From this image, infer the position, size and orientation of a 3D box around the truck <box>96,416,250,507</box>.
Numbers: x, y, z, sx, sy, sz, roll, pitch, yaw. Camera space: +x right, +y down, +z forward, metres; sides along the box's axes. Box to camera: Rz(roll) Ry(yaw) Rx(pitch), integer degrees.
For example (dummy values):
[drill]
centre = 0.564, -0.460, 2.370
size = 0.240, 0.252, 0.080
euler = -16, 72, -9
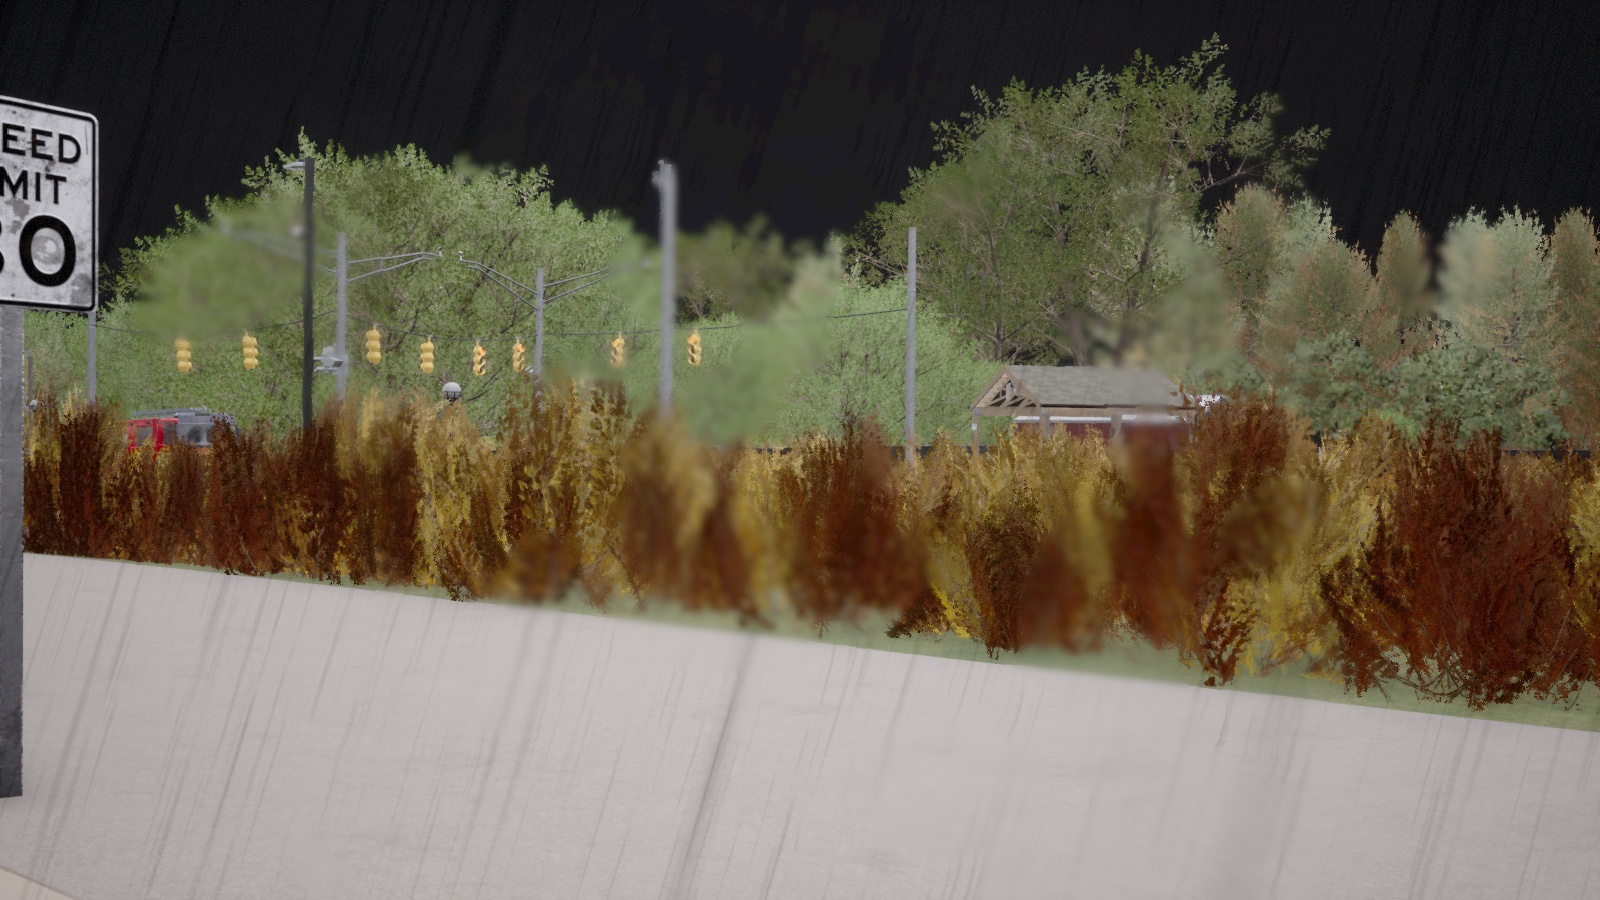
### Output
[truck]
centre = -28.529, 0.575, 56.951
size = 8.468, 3.827, 2.891
euler = -2, 0, 39
